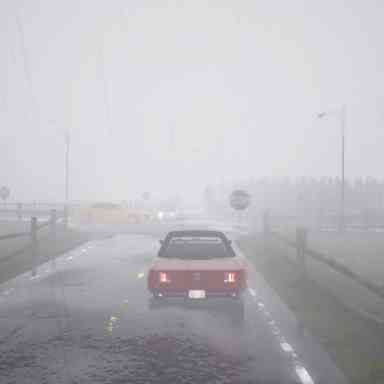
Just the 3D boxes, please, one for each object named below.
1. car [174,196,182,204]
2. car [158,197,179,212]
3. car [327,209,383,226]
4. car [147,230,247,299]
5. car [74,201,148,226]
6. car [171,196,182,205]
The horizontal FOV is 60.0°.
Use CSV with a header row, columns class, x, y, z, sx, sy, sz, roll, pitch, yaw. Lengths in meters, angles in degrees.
class,x,y,z,sx,sy,sz,roll,pitch,yaw
car,-2.886,1.577,49.578,2.033,1.411,5.357,0,0,0
car,-2.888,1.582,39.326,1.994,1.385,4.181,0,0,-1
car,12.951,1.955,25.819,4.718,1.301,1.895,1,-1,2
car,0.094,1.602,8.376,1.895,1.301,4.718,0,0,0
car,-5.519,1.407,22.968,5.008,1.535,1.882,3,0,0
car,-2.859,1.523,62.956,1.882,1.535,5.008,0,0,1
